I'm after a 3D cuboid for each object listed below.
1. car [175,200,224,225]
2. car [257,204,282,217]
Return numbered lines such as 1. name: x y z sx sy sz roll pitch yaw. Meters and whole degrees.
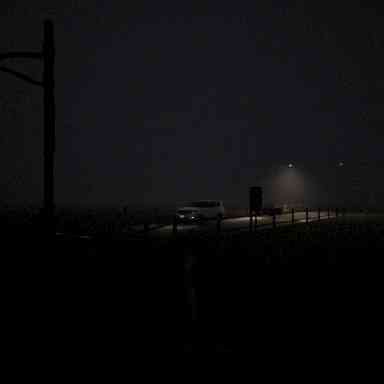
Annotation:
1. car: 0.809 1.733 29.822 2.150 2.045 5.566 0 -1 36
2. car: 9.795 2.297 42.098 2.128 1.511 4.902 0 -1 37
